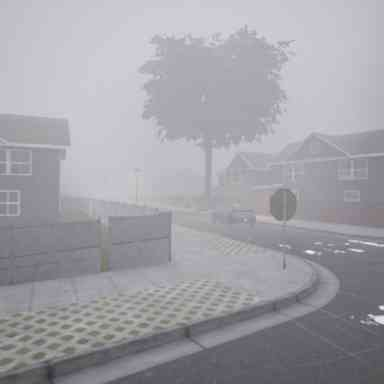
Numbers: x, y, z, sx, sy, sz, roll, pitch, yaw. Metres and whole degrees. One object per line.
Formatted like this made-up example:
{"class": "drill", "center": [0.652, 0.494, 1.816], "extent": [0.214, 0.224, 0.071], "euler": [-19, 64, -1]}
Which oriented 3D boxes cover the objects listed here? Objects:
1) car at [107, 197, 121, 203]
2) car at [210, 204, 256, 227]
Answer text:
{"class": "car", "center": [-12.440, 1.550, 52.378], "extent": [1.812, 1.442, 4.674], "euler": [0, 0, -23]}
{"class": "car", "center": [2.697, 1.546, 23.106], "extent": [2.128, 1.511, 4.902], "euler": [1, 0, -15]}
